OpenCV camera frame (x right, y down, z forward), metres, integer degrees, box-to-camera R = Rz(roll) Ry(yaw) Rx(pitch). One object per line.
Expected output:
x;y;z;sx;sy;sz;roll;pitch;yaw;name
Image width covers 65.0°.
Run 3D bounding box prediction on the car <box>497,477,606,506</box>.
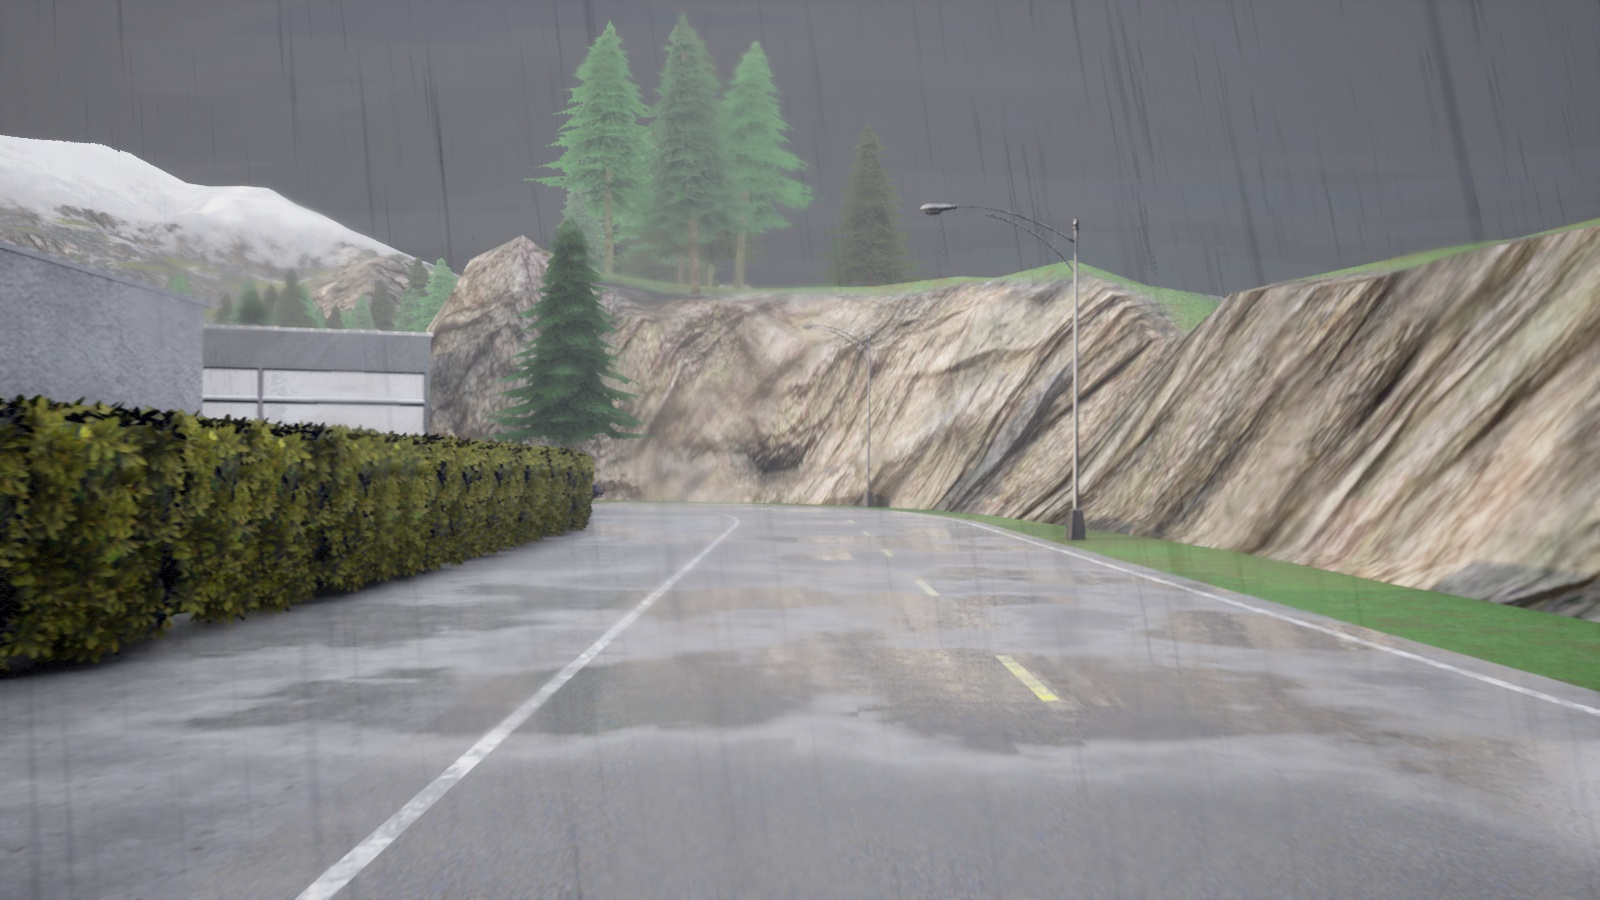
-11.580;1.944;58.711;4.718;1.301;1.895;0;-1;2;car
